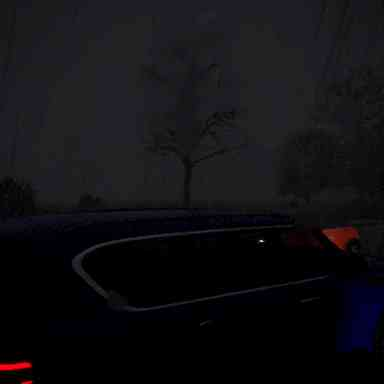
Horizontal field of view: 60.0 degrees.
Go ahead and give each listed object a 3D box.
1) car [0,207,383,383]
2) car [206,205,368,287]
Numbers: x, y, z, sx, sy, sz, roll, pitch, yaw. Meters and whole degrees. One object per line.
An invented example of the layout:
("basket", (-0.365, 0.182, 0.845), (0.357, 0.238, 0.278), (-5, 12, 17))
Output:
("car", (0.441, 1.216, 3.924), (5.566, 2.045, 2.150), (0, 0, -34))
("car", (2.895, 1.340, 9.884), (4.553, 1.767, 2.097), (0, 0, -31))
